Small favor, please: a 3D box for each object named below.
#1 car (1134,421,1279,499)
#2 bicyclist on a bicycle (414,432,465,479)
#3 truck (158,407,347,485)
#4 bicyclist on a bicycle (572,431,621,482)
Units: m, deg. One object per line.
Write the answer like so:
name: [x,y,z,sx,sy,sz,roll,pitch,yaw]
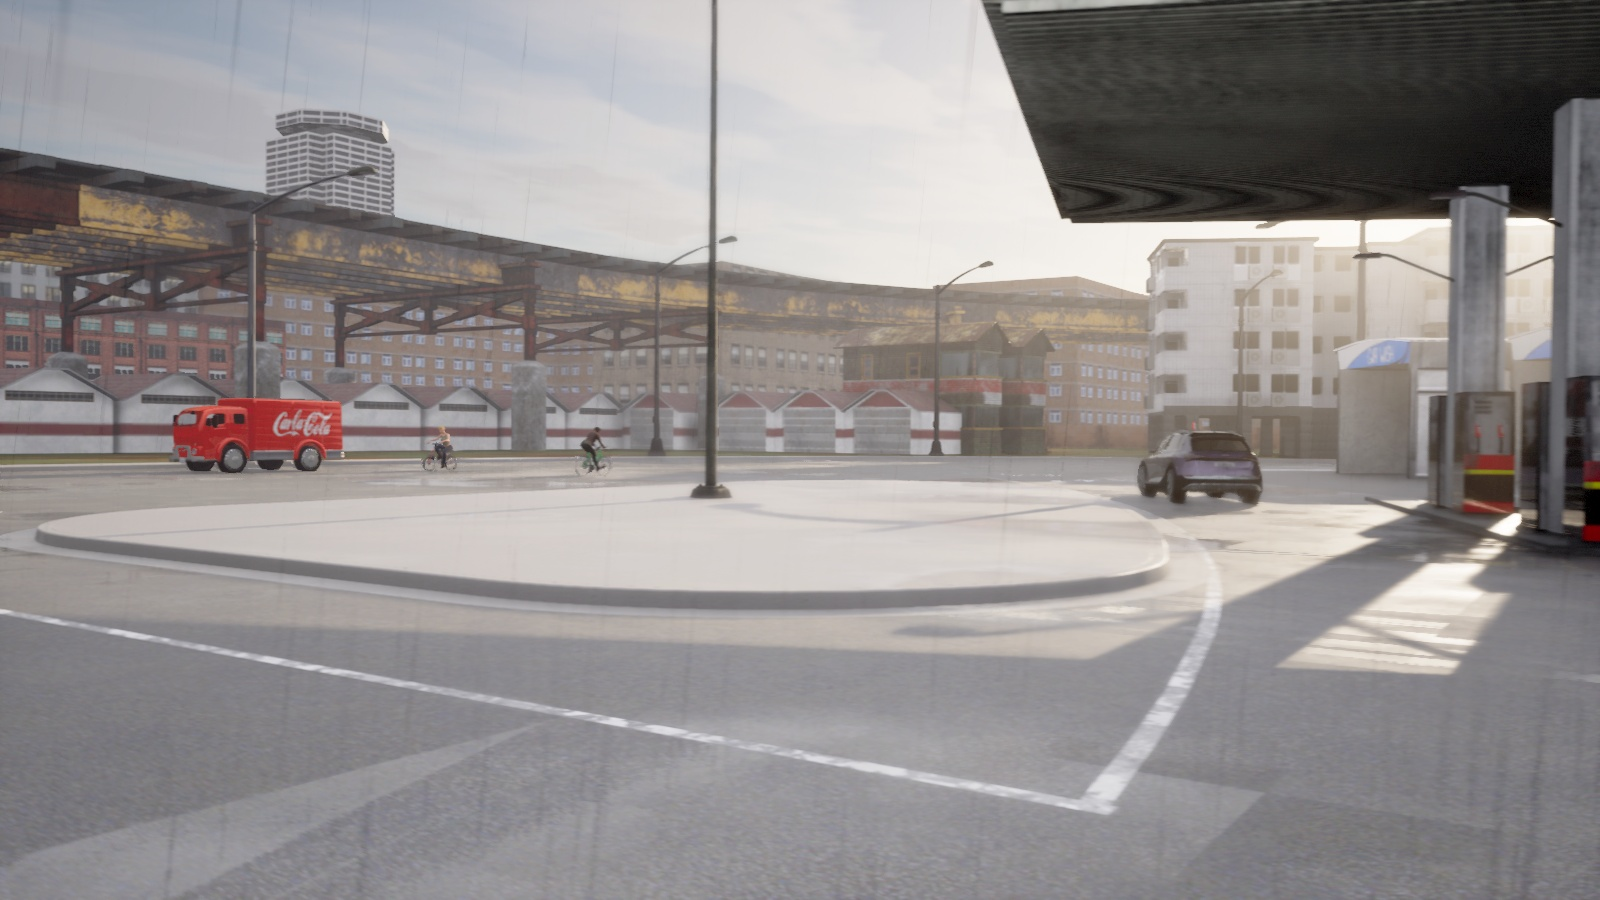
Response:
car: [9.291,0.179,29.161,2.033,1.649,4.856,0,1,3]
bicyclist on a bicycle: [-12.720,0.178,44.327,0.866,1.612,1.509,0,1,34]
truck: [-18.324,-0.166,42.283,2.627,2.467,5.204,0,1,34]
bicyclist on a bicycle: [-6.611,0.186,40.897,0.582,1.620,1.656,0,1,34]
